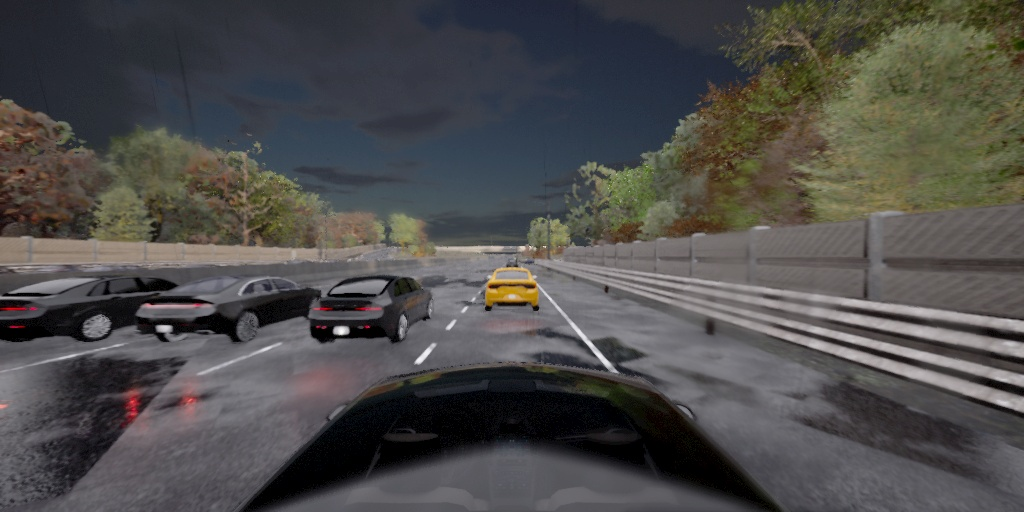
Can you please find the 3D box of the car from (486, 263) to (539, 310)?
[{"bbox_3d":[0.005,1.206,14.480,1.882,1.535,5.008,0,0,0],"label":"car"}]

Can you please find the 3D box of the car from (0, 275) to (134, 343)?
[{"bbox_3d":[-10.396,1.239,9.597,1.837,1.490,4.892,0,0,0],"label":"car"}]

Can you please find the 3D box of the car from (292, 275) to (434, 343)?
[{"bbox_3d":[-3.397,1.240,9.565,1.837,1.490,4.892,0,0,0],"label":"car"}]

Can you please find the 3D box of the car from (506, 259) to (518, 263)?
[{"bbox_3d":[0.021,1.249,57.142,1.812,1.442,4.674,0,0,0],"label":"car"}]

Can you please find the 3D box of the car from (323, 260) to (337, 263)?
[{"bbox_3d":[-27.983,1.294,55.264,1.994,1.385,4.181,0,0,0],"label":"car"}]

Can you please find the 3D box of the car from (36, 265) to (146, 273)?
[{"bbox_3d":[-24.582,1.265,22.055,2.033,1.411,5.357,0,0,0],"label":"car"}]

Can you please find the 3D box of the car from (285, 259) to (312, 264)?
[{"bbox_3d":[-31.486,1.209,52.739,2.128,1.511,4.902,0,1,0],"label":"car"}]

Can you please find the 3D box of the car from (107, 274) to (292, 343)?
[{"bbox_3d":[-6.894,1.226,9.537,2.128,1.511,4.902,0,0,0],"label":"car"}]

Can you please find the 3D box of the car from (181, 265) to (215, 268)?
[{"bbox_3d":[-21.079,1.280,23.907,1.994,1.385,4.181,0,0,0],"label":"car"}]

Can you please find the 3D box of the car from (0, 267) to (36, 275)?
[{"bbox_3d":[-28.078,1.281,22.240,1.994,1.385,4.181,0,0,0],"label":"car"}]
